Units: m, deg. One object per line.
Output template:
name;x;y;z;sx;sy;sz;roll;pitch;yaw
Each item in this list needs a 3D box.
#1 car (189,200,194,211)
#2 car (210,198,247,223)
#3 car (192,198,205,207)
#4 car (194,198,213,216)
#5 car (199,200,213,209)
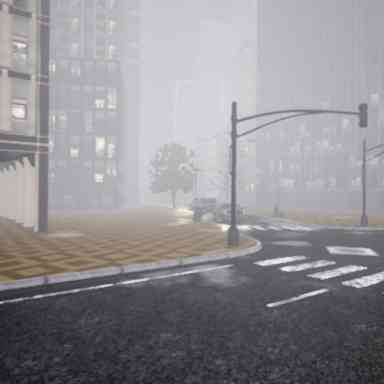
car;0.638;2.229;50.894;1.895;1.301;4.718;0;-1;-7
car;3.313;1.713;29.456;2.097;1.767;4.553;0;-1;-7
car;1.310;2.154;70.373;2.097;1.767;4.553;0;-1;-7
car;2.004;1.711;39.903;2.150;2.045;5.566;0;-1;-8
car;2.552;2.297;60.447;1.812;1.442;4.674;0;-1;-7
